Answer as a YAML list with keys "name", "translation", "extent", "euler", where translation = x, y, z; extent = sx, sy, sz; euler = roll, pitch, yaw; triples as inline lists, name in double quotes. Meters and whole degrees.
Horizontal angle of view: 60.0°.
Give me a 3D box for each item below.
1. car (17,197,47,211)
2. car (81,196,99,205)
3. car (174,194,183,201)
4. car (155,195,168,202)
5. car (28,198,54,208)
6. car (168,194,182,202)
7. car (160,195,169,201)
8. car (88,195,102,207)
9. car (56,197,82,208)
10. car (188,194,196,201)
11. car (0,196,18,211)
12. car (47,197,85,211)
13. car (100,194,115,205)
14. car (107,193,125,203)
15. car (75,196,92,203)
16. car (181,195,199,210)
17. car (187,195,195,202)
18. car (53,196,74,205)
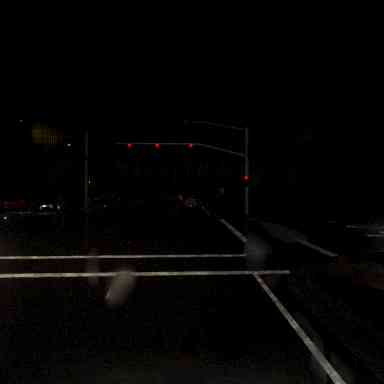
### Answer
- name: "car"
  translation: [-18.745, 1.547, 40.902]
  extent: [2.033, 1.411, 5.357]
  euler: [0, 0, 0]
- name: "car"
  translation: [-18.716, 1.505, 61.088]
  extent: [1.837, 1.490, 4.892]
  euler: [0, 0, 0]
- name: "car"
  translation: [-3.469, 1.296, 84.467]
  extent: [2.097, 1.767, 4.553]
  euler: [0, 0, 1]
- name: "car"
  translation: [-7.159, 1.537, 74.218]
  extent: [2.033, 1.411, 5.357]
  euler: [0, 0, 1]
- name: "car"
  translation: [-22.227, 1.564, 49.040]
  extent: [1.994, 1.385, 4.181]
  euler: [0, 0, 0]
- name: "car"
  translation: [-3.656, 1.551, 74.638]
  extent: [1.994, 1.385, 4.181]
  euler: [0, 0, 1]
- name: "car"
  translation: [-6.967, 1.465, 84.580]
  extent: [1.812, 1.442, 4.674]
  euler: [0, 0, 1]
- name: "car"
  translation: [-15.226, 1.564, 49.255]
  extent: [1.994, 1.385, 4.181]
  euler: [0, 0, 0]
- name: "car"
  translation: [-18.731, 1.547, 50.974]
  extent: [2.033, 1.411, 5.357]
  euler: [0, 0, 0]
- name: "car"
  translation: [0.031, 1.419, 84.414]
  extent: [1.882, 1.535, 5.008]
  euler: [0, 0, 1]
- name: "car"
  translation: [-22.207, 1.352, 40.409]
  extent: [2.097, 1.767, 4.553]
  euler: [0, 0, 0]
- name: "car"
  translation: [-15.207, 1.491, 40.352]
  extent: [2.128, 1.511, 4.902]
  euler: [0, 0, 0]
- name: "car"
  translation: [-15.230, 1.564, 57.665]
  extent: [1.994, 1.385, 4.181]
  euler: [0, 0, 0]
- name: "car"
  translation: [-15.181, 1.225, 68.146]
  extent: [2.150, 2.045, 5.566]
  euler: [0, 0, 0]
- name: "car"
  translation: [-22.179, 1.594, 68.065]
  extent: [1.895, 1.301, 4.718]
  euler: [0, 0, 0]
- name: "car"
  translation: [-0.116, 1.526, 43.216]
  extent: [1.812, 1.442, 4.674]
  euler: [0, 0, 0]
- name: "car"
  translation: [-0.159, 1.522, 74.234]
  extent: [1.812, 1.442, 4.674]
  euler: [0, 0, 1]
- name: "car"
  translation: [-22.219, 1.526, 57.782]
  extent: [1.812, 1.442, 4.674]
  euler: [0, 0, 0]
